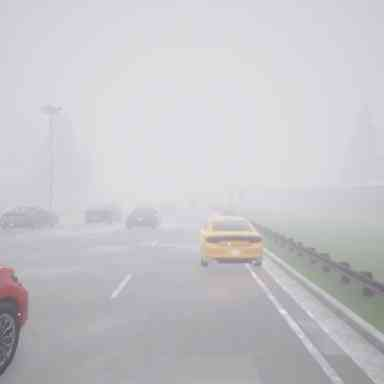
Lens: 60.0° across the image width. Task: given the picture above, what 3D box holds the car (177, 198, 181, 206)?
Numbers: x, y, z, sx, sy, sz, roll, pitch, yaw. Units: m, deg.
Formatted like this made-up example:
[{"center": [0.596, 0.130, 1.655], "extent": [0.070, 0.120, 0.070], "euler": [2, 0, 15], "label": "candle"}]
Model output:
[{"center": [-3.355, 1.992, 69.662], "extent": [2.097, 1.767, 4.553], "euler": [0, -1, 0], "label": "car"}]

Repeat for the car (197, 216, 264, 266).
[{"center": [1.233, 1.589, 11.946], "extent": [1.882, 1.535, 5.008], "euler": [0, -1, 0], "label": "car"}]

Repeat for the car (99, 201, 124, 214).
[{"center": [-10.372, 1.945, 43.214], "extent": [2.033, 1.411, 5.357], "euler": [0, -1, 0], "label": "car"}]

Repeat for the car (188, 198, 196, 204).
[{"center": [0.055, 2.200, 85.499], "extent": [2.128, 1.511, 4.902], "euler": [0, -1, 0], "label": "car"}]

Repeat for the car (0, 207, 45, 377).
[{"center": [-3.399, 1.242, 2.358], "extent": [2.150, 2.045, 5.566], "euler": [0, -1, 0], "label": "car"}]

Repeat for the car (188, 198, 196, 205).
[{"center": [0.050, 2.189, 77.157], "extent": [1.837, 1.490, 4.892], "euler": [0, -1, 0], "label": "car"}]

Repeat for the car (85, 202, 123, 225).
[{"center": [-6.883, 1.720, 26.268], "extent": [1.882, 1.535, 5.008], "euler": [0, -1, 0], "label": "car"}]

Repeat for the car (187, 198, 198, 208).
[{"center": [0.038, 2.104, 58.740], "extent": [1.994, 1.385, 4.181], "euler": [0, -1, 0], "label": "car"}]

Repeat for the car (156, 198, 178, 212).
[{"center": [-3.371, 1.967, 45.595], "extent": [2.033, 1.411, 5.357], "euler": [0, -1, 0], "label": "car"}]

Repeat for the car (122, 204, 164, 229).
[{"center": [-3.386, 1.782, 23.708], "extent": [1.994, 1.385, 4.181], "euler": [0, -1, 0], "label": "car"}]

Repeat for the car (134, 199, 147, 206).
[{"center": [-10.357, 2.185, 67.658], "extent": [1.994, 1.385, 4.181], "euler": [0, -1, 0], "label": "car"}]

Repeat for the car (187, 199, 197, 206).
[{"center": [0.044, 2.193, 68.358], "extent": [1.994, 1.385, 4.181], "euler": [0, -1, 0], "label": "car"}]

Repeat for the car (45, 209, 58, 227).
[{"center": [-10.386, 1.691, 21.640], "extent": [2.128, 1.511, 4.902], "euler": [0, -1, 0], "label": "car"}]

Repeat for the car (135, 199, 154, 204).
[{"center": [-6.868, 1.804, 49.184], "extent": [2.097, 1.767, 4.553], "euler": [0, -1, 0], "label": "car"}]
